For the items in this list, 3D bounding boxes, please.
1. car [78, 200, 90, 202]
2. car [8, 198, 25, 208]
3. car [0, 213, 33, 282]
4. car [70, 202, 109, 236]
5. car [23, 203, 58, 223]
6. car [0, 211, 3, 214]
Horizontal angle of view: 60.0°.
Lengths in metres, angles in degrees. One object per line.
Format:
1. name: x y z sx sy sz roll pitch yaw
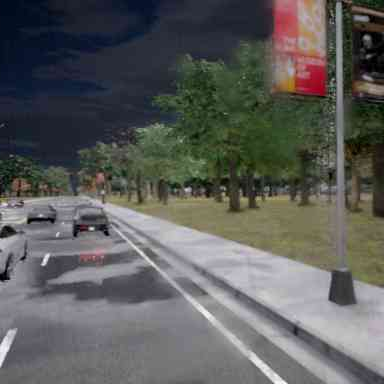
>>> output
1. car: -12.493 1.663 38.472 1.812 1.442 4.674 -1 0 -19
2. car: -27.895 1.787 52.962 2.128 1.511 4.902 -1 0 -19
3. car: -5.957 1.585 9.531 1.812 1.442 4.674 -1 0 -19
4. car: -5.787 1.570 18.948 1.837 1.490 4.892 -1 1 -19
5. car: -11.685 1.686 26.169 1.994 1.385 4.181 -1 0 -19
6. car: -13.979 1.666 22.236 1.812 1.442 4.674 -1 0 -19
